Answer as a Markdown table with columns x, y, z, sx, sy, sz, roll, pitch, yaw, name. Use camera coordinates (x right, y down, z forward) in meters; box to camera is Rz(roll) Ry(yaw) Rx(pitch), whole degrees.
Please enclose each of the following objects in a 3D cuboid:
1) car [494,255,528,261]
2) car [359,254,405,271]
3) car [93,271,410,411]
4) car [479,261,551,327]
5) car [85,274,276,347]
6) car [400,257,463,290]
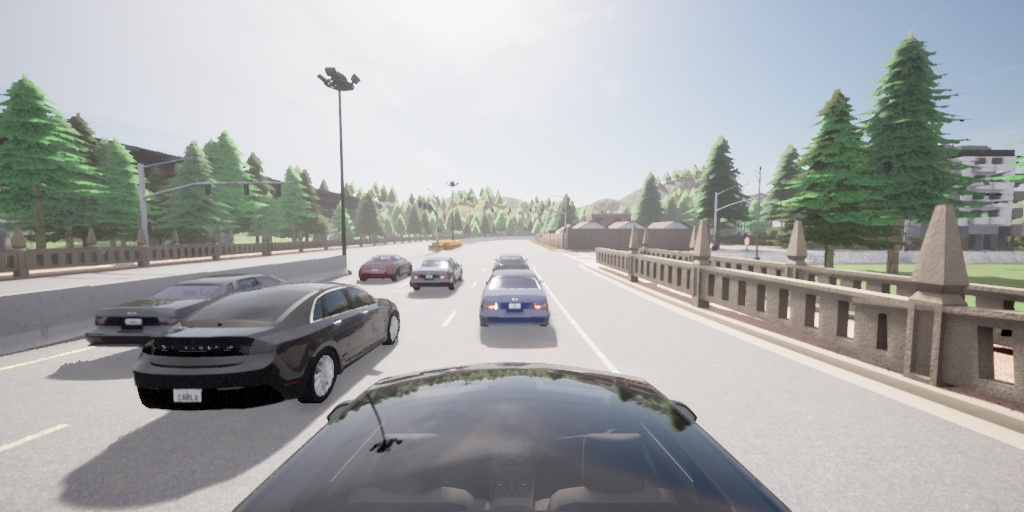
| x | y | z | sx | sy | sz | roll | pitch | yaw | name |
| --- | --- | --- | --- | --- | --- | --- | --- | --- | --- |
| -0.040 | 0.602 | 19.867 | 1.994 | 1.385 | 4.181 | 0 | 3 | 0 | car |
| -7.041 | 0.567 | 20.344 | 1.994 | 1.385 | 4.181 | 0 | 4 | -1 | car |
| -3.430 | 1.195 | 6.196 | 1.837 | 1.490 | 4.892 | 0 | 1 | 0 | car |
| 0.042 | 1.095 | 10.790 | 2.033 | 1.411 | 5.357 | 0 | 2 | 0 | car |
| -6.943 | 1.160 | 9.064 | 2.033 | 1.411 | 5.357 | 0 | 2 | 0 | car |
| -3.503 | 0.742 | 17.278 | 2.033 | 1.411 | 5.357 | 0 | 4 | -2 | car |
